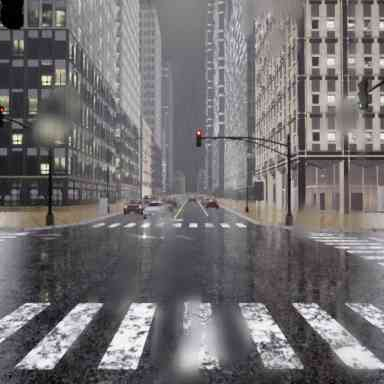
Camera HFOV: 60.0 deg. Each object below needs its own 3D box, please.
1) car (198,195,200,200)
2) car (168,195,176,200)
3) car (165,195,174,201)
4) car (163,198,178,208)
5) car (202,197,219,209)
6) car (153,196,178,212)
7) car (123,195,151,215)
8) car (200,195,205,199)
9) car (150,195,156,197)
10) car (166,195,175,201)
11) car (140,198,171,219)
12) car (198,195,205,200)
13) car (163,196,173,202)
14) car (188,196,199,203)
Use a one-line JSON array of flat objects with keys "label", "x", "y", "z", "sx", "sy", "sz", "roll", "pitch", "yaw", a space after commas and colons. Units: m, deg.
[{"label": "car", "x": 2.702, "y": 1.590, "z": 61.649, "sx": 1.947, "sy": 1.339, "sz": 4.313, "roll": 1, "pitch": 0, "yaw": 0}, {"label": "car", "x": -5.680, "y": 1.605, "z": 95.030, "sx": 1.947, "sy": 1.339, "sz": 4.313, "roll": 1, "pitch": 0, "yaw": 0}, {"label": "car", "x": -5.679, "y": 1.578, "z": 83.880, "sx": 1.887, "sy": 1.381, "sz": 4.507, "roll": 1, "pitch": 0, "yaw": 0}, {"label": "car", "x": -3.094, "y": 1.620, "z": 49.134, "sx": 1.895, "sy": 1.301, "sz": 4.718, "roll": 0, "pitch": 0, "yaw": 0}, {"label": "car", "x": 2.702, "y": 1.599, "z": 44.916, "sx": 1.802, "sy": 1.307, "sz": 4.206, "roll": 1, "pitch": 0, "yaw": 0}, {"label": "car", "x": -3.101, "y": 1.562, "z": 38.841, "sx": 2.033, "sy": 1.411, "sz": 5.357, "roll": 0, "pitch": 0, "yaw": 0}, {"label": "car", "x": -5.675, "y": 1.453, "z": 33.704, "sx": 1.967, "sy": 1.590, "sz": 4.097, "roll": 1, "pitch": 0, "yaw": 0}, {"label": "car", "x": 2.703, "y": 1.547, "z": 56.242, "sx": 1.752, "sy": 1.417, "sz": 4.829, "roll": 1, "pitch": 0, "yaw": 0}, {"label": "car", "x": -5.673, "y": 1.332, "z": 44.854, "sx": 2.192, "sy": 1.841, "sz": 5.009, "roll": 1, "pitch": 0, "yaw": 0}, {"label": "car", "x": -5.679, "y": 1.587, "z": 89.455, "sx": 2.008, "sy": 1.369, "sz": 4.403, "roll": 1, "pitch": 0, "yaw": 0}, {"label": "car", "x": -3.105, "y": 1.537, "z": 29.176, "sx": 1.812, "sy": 1.442, "sz": 4.674, "roll": 0, "pitch": 0, "yaw": 0}, {"label": "car", "x": 2.701, "y": 1.583, "z": 95.112, "sx": 1.887, "sy": 1.381, "sz": 4.507, "roll": 1, "pitch": 0, "yaw": 0}, {"label": "car", "x": -5.678, "y": 1.582, "z": 78.305, "sx": 2.008, "sy": 1.369, "sz": 4.403, "roll": 1, "pitch": 0, "yaw": 0}, {"label": "car", "x": 0.081, "y": 1.573, "z": 70.418, "sx": 2.033, "sy": 1.411, "sz": 5.357, "roll": 0, "pitch": 0, "yaw": 0}]
